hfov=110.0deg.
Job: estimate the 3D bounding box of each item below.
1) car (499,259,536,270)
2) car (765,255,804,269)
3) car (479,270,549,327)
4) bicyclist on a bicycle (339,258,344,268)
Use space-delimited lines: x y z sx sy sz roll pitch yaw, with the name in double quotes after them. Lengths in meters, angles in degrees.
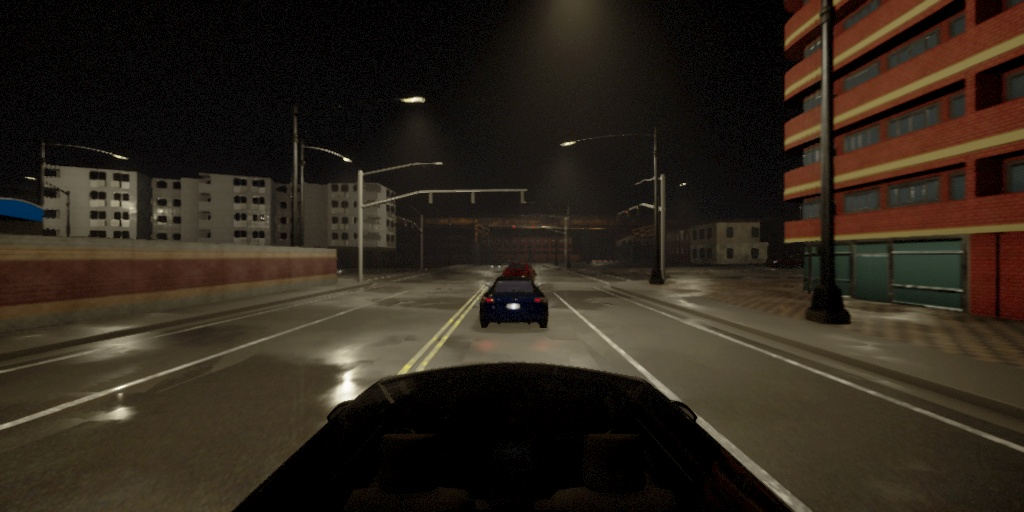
0.668 1.226 26.475 1.882 1.535 5.008 0 1 11 "car"
34.974 0.717 45.805 4.553 1.767 2.097 -1 0 2 "car"
0.065 1.317 11.523 1.994 1.385 4.181 0 0 0 "car"
-25.423 1.075 53.487 0.582 1.620 1.656 0 0 0 "bicyclist on a bicycle"
